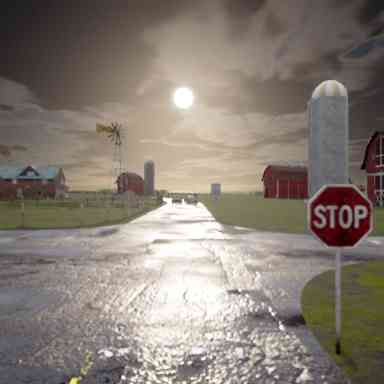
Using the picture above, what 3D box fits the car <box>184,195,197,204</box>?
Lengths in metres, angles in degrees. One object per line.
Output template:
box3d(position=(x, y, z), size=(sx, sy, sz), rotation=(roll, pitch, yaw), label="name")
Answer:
box3d(position=(-0.001, 1.454, 61.194), size=(2.128, 1.511, 4.902), rotation=(0, 0, -2), label="car")

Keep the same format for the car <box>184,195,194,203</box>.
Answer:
box3d(position=(-0.656, 1.425, 71.304), size=(1.837, 1.490, 4.892), rotation=(0, 0, -6), label="car")

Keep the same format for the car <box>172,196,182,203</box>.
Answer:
box3d(position=(-2.935, 1.518, 65.294), size=(1.994, 1.385, 4.181), rotation=(0, 0, -2), label="car")
